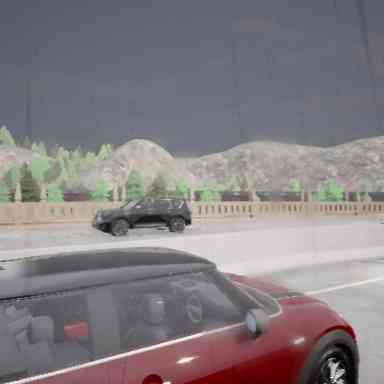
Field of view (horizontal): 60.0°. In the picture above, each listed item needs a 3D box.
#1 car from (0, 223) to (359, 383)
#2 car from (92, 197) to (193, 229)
[{"bbox_3d":[-0.371,1.366,3.311,4.553,1.767,2.097,1,0,-34],"label":"car"},{"bbox_3d":[-2.638,1.297,18.600,5.566,2.045,2.150,1,0,-30],"label":"car"}]
